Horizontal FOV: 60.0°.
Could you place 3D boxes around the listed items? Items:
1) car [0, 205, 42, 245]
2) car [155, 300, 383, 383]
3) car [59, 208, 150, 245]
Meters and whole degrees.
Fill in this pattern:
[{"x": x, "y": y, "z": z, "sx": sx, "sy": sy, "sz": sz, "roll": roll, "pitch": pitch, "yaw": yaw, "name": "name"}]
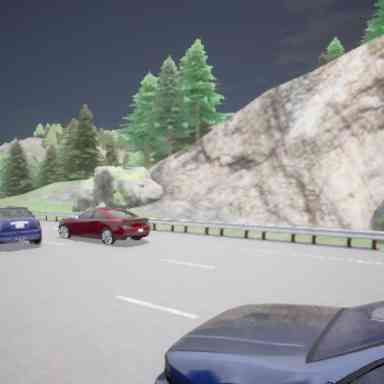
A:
[{"x": -8.501, "y": 1.358, "z": 14.319, "sx": 4.553, "sy": 1.767, "sz": 2.097, "roll": 0, "pitch": 0, "yaw": 35, "name": "car"}, {"x": 2.260, "y": 1.545, "z": 2.367, "sx": 5.357, "sy": 1.411, "sz": 2.033, "roll": 0, "pitch": 0, "yaw": 36, "name": "car"}, {"x": -4.196, "y": 1.480, "z": 15.554, "sx": 5.008, "sy": 1.535, "sz": 1.882, "roll": 0, "pitch": 0, "yaw": 35, "name": "car"}]
